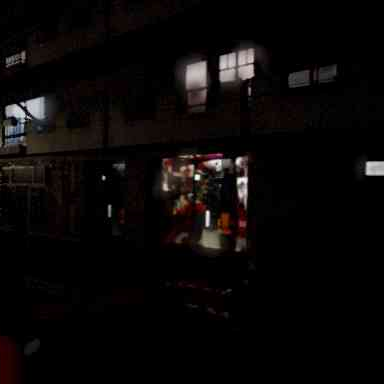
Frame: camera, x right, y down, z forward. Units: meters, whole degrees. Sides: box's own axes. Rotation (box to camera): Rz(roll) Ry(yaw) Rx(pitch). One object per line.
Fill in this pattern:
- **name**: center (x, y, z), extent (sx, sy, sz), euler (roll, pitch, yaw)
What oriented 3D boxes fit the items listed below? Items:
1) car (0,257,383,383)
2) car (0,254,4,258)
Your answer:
- **car**: center (-0.333, 1.538, 3.056), extent (4.507, 1.381, 1.887), euler (0, 1, 36)
- **car**: center (-4.940, 1.537, 6.350), extent (4.313, 1.339, 1.947), euler (0, 1, 36)
